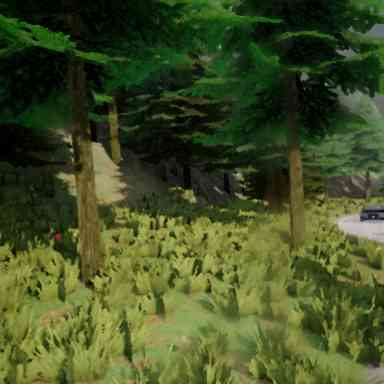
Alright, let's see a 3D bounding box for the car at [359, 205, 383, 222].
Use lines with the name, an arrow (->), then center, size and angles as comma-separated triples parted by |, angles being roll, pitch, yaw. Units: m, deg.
car -> 15.077, 1.762, 27.541 | 1.994, 1.385, 4.181 | -3, -1, 31
